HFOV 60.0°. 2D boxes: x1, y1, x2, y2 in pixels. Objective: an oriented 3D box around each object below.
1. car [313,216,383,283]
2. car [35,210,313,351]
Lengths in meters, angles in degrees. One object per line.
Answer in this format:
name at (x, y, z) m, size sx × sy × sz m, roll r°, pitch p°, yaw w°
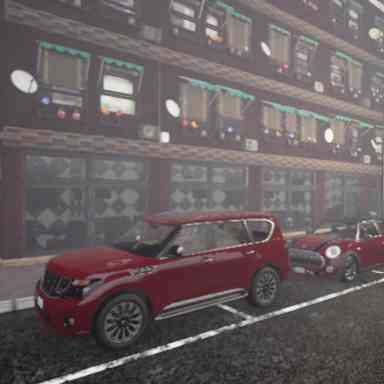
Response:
car at (4.392, 1.470, 9.671) m, size 4.097 × 1.590 × 1.967 m, roll 0°, pitch 0°, yaw -35°
car at (-0.201, 1.327, 6.406) m, size 5.009 × 1.841 × 2.192 m, roll 0°, pitch 0°, yaw -35°
